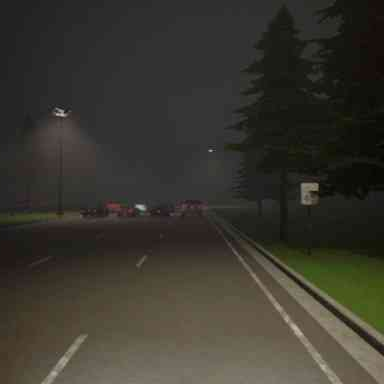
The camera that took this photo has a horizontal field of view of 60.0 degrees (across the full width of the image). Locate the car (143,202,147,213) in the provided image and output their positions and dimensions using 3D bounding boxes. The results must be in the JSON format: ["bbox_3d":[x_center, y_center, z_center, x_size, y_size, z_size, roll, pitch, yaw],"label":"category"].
[{"bbox_3d":[-6.994,2.138,46.900,1.812,1.442,4.674,0,-1,0],"label":"car"}]

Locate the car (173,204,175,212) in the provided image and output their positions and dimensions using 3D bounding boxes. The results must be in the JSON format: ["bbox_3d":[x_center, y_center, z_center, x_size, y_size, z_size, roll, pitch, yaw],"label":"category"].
[{"bbox_3d":[-3.494,2.090,46.900,1.882,1.535,5.008,0,-1,0],"label":"car"}]

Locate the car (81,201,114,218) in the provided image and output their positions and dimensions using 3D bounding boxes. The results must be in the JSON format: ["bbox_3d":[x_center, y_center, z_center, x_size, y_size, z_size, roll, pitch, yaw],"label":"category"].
[{"bbox_3d":[-10.495,2.024,36.481,2.033,1.411,5.357,0,-1,0],"label":"car"}]

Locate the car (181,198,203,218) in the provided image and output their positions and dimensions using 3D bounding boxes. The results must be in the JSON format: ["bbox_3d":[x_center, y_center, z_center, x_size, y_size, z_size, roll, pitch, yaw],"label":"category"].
[{"bbox_3d":[0.005,1.699,36.514,2.150,2.045,5.566,0,-1,0],"label":"car"}]

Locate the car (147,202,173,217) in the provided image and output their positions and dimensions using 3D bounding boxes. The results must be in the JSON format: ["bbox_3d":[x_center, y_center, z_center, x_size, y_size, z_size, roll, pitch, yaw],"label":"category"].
[{"bbox_3d":[-3.495,2.046,36.896,1.994,1.385,4.181,0,-1,0],"label":"car"}]

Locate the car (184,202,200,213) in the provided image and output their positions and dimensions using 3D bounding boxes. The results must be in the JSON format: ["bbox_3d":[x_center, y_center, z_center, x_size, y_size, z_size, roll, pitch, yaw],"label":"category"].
[{"bbox_3d":[0.006,2.160,46.899,2.033,1.411,5.357,0,-1,0],"label":"car"}]

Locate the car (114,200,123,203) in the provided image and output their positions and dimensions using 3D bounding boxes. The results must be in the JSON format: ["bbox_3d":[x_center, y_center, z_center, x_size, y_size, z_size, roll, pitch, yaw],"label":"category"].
[{"bbox_3d":[-10.494,1.963,46.872,2.097,1.767,4.553,0,-1,0],"label":"car"}]

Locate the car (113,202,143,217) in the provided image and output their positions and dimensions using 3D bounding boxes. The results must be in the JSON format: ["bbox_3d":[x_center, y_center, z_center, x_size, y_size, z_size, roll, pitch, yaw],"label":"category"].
[{"bbox_3d":[-6.995,2.083,36.926,1.895,1.301,4.718,0,-1,0],"label":"car"}]
